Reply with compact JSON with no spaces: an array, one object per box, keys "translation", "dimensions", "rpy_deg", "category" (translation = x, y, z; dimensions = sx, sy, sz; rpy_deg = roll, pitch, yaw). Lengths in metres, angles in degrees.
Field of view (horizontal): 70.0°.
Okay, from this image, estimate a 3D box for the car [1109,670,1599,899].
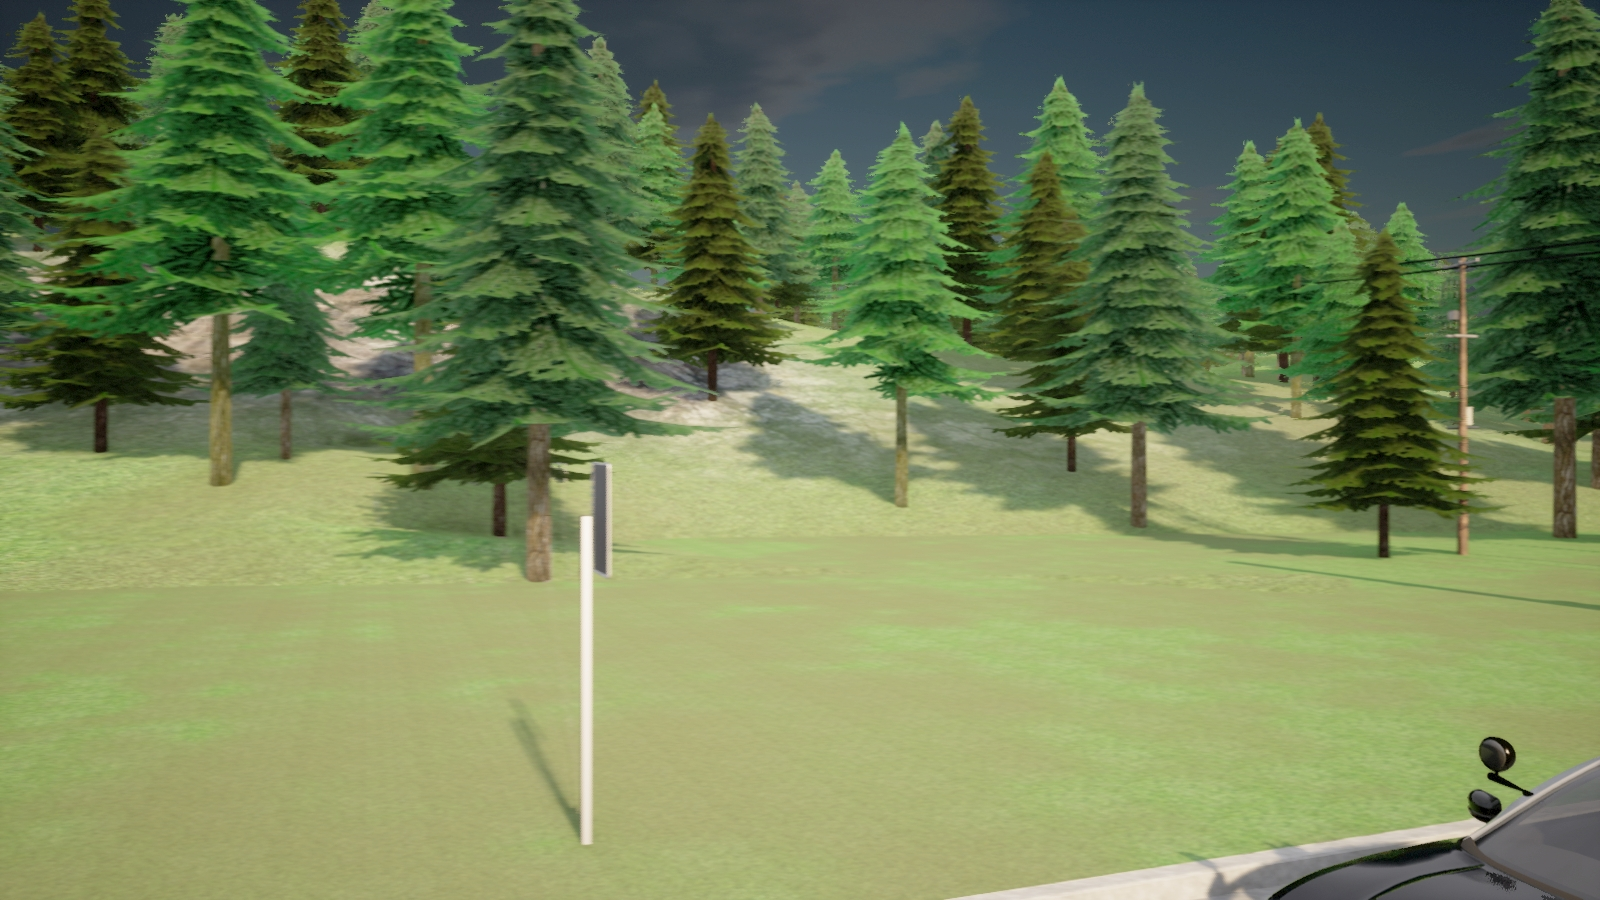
[{"translation":[4.178,1.982,4.913],"dimensions":[5.238,1.638,2.097],"rpy_deg":[0,0,-19],"category":"car"}]
